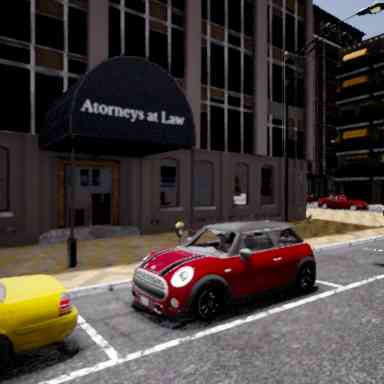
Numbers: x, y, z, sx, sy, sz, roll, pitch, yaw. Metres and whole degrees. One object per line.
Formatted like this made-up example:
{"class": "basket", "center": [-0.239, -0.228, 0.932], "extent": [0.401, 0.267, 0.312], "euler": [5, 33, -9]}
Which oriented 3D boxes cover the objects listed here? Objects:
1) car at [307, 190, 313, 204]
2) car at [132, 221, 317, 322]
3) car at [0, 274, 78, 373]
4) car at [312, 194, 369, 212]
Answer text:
{"class": "car", "center": [14.049, 0.662, 44.789], "extent": [2.192, 1.841, 5.009], "euler": [1, 0, -36]}
{"class": "car", "center": [0.781, 1.406, 7.109], "extent": [4.097, 1.590, 1.967], "euler": [-1, 1, -36]}
{"class": "car", "center": [-3.881, 1.533, 3.780], "extent": [4.829, 1.417, 1.752], "euler": [-1, 1, -36]}
{"class": "car", "center": [13.911, 1.048, 30.706], "extent": [1.887, 1.381, 4.507], "euler": [1, 0, -36]}
